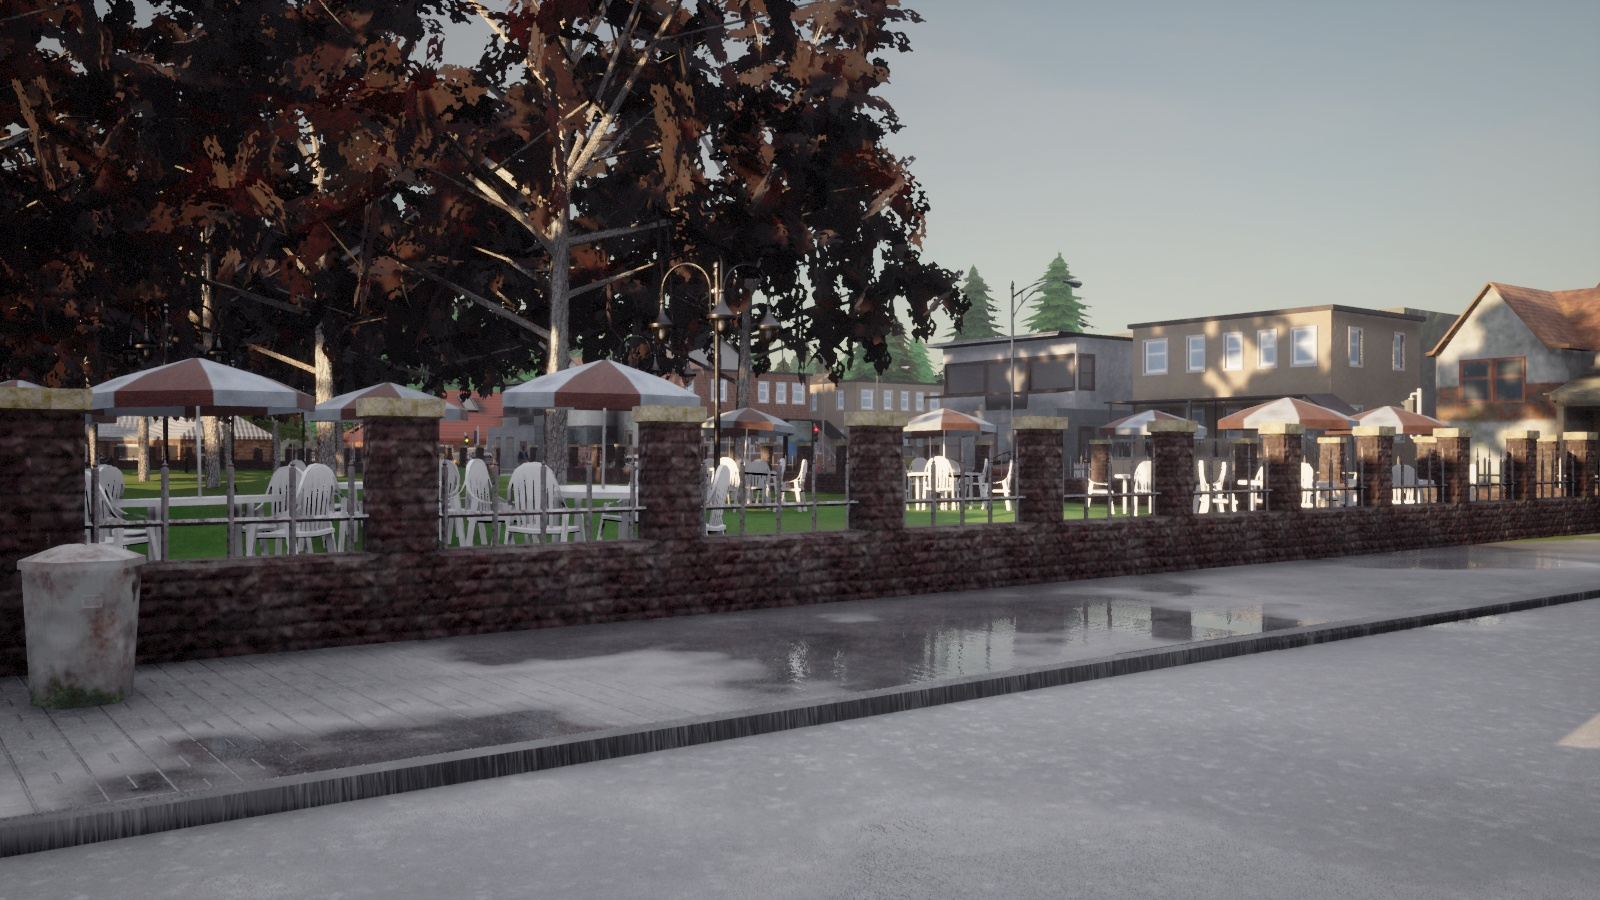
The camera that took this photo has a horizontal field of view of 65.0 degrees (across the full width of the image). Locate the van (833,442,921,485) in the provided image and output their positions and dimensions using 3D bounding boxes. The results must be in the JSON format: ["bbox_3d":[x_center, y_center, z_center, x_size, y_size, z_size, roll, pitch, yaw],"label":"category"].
[{"bbox_3d":[3.654,0.638,60.519,1.775,1.987,4.442,0,0,-37],"label":"van"}]

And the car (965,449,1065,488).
[{"bbox_3d":[9.083,0.754,53.352,1.851,1.617,3.988,0,0,-37],"label":"car"}]
